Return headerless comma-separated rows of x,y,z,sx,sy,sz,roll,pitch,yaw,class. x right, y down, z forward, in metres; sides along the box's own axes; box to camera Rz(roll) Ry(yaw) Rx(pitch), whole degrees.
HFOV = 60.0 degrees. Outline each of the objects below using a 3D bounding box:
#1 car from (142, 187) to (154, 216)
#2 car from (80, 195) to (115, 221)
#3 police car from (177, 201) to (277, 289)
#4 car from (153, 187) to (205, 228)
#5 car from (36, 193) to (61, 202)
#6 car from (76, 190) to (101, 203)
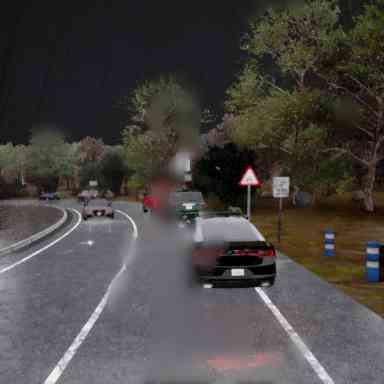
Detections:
-2.361,0.636,25.312,2.150,2.045,5.566,-2,2,-18,car
-6.479,1.151,23.060,1.994,1.385,4.181,-2,2,-17,car
0.719,1.291,9.043,1.930,1.638,5.238,0,2,-4,police car
-0.715,0.799,19.262,2.150,2.045,5.566,-1,2,-12,car
-23.779,0.861,54.967,4.718,1.301,1.895,-2,4,38,car
-13.982,0.494,44.934,2.097,1.767,4.553,-5,3,-39,car
